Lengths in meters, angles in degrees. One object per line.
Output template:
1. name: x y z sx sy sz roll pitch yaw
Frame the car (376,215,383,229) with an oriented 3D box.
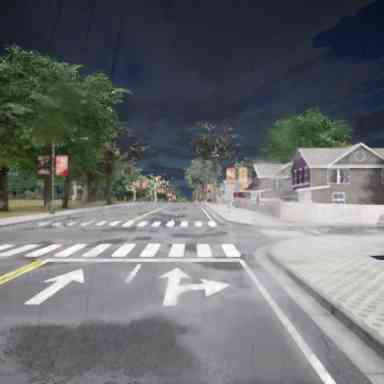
1. car: 12.247 1.534 17.522 4.674 1.442 1.812 0 -2 0
